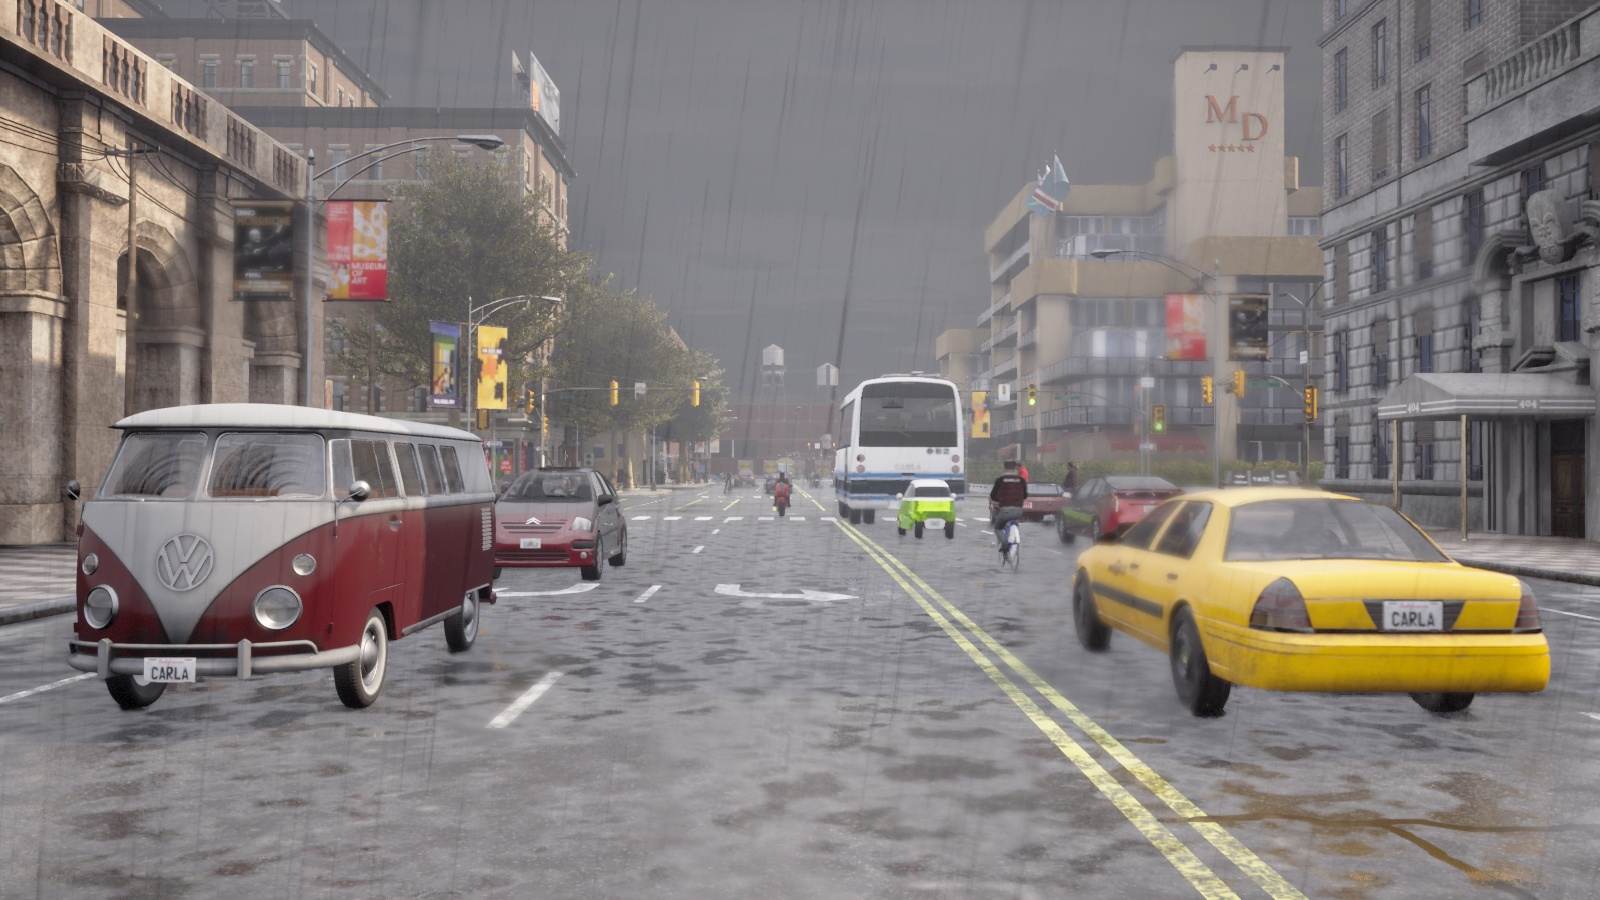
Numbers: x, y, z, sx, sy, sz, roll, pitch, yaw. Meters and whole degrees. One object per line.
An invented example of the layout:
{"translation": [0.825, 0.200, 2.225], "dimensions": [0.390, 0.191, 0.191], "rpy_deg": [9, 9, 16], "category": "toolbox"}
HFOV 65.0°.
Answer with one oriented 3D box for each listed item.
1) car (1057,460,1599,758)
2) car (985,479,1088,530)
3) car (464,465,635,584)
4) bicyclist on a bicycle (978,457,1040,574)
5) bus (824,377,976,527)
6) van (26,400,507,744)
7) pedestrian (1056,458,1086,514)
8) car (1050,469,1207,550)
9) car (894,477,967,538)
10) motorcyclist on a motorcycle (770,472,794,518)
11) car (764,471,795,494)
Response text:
{"translation": [3.395, 0.896, 9.377], "dimensions": [1.801, 1.575, 5.366], "rpy_deg": [0, -1, 0], "category": "car"}
{"translation": [6.547, 1.479, 35.251], "dimensions": [1.895, 1.301, 4.718], "rpy_deg": [0, -1, -1], "category": "car"}
{"translation": [-3.690, 1.049, 19.162], "dimensions": [1.851, 1.617, 3.988], "rpy_deg": [0, -1, -1], "category": "car"}
{"translation": [3.305, 1.007, 20.001], "dimensions": [0.659, 1.776, 1.843], "rpy_deg": [0, -1, -1], "category": "bicyclist on a bicycle"}
{"translation": [2.936, 0.110, 40.792], "dimensions": [3.944, 4.253, 10.273], "rpy_deg": [0, -1, -1], "category": "bus"}
{"translation": [-3.607, 0.741, 9.502], "dimensions": [1.775, 1.987, 4.442], "rpy_deg": [0, -1, -1], "category": "van"}
{"translation": [8.961, 1.179, 41.519], "dimensions": [0.899, 1.844, 0.634], "rpy_deg": [-1, -1, 18], "category": "pedestrian"}
{"translation": [6.719, 1.174, 26.231], "dimensions": [2.007, 1.525, 4.514], "rpy_deg": [0, -1, -1], "category": "car"}
{"translation": [3.137, 1.367, 30.444], "dimensions": [1.481, 1.376, 2.207], "rpy_deg": [0, -1, -1], "category": "car"}
{"translation": [-0.609, 1.516, 42.815], "dimensions": [0.797, 1.523, 2.044], "rpy_deg": [0, -1, 0], "category": "motorcyclist on a motorcycle"}
{"translation": [-1.442, 2.247, 87.812], "dimensions": [2.128, 1.511, 4.902], "rpy_deg": [0, -1, -1], "category": "car"}
